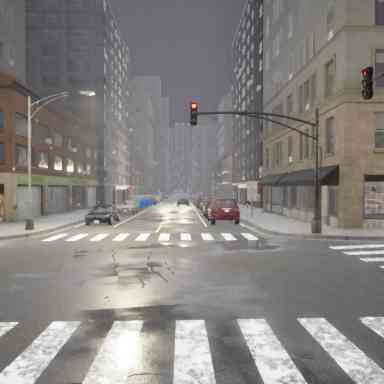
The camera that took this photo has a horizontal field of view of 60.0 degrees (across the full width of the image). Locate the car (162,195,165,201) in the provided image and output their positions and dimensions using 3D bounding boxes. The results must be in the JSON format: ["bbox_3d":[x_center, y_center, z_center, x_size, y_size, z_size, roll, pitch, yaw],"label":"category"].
[{"bbox_3d":[-7.680,1.428,74.153,1.967,1.590,4.097,-1,0,-2],"label":"car"}]

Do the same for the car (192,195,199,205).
[{"bbox_3d":[1.611,1.316,46.468,2.192,1.841,5.009,-1,0,-2],"label":"car"}]

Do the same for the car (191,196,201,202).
[{"bbox_3d":[0.855,1.538,74.387,2.008,1.369,4.403,-1,0,-2],"label":"car"}]

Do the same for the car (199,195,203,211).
[{"bbox_3d":[2.066,1.319,29.717,2.192,1.841,5.009,-1,0,-2],"label":"car"}]

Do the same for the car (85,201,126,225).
[{"bbox_3d":[-6.302,1.569,23.900,1.947,1.339,4.313,-1,0,-2],"label":"car"}]

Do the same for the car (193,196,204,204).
[{"bbox_3d":[1.158,1.560,63.220,1.947,1.339,4.313,-1,0,-2],"label":"car"}]

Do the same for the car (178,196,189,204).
[{"bbox_3d":[-1.719,1.541,63.897,2.033,1.411,5.357,0,0,-2],"label":"car"}]

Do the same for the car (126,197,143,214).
[{"bbox_3d":[-6.604,1.529,34.898,1.752,1.417,4.829,-1,0,-2],"label":"car"}]

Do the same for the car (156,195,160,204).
[{"bbox_3d":[-7.223,1.312,57.403,2.192,1.841,5.009,-1,0,-2],"label":"car"}]

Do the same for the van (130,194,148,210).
[{"bbox_3d":[-6.764,1.344,40.651,1.690,1.788,3.998,-1,0,-2],"label":"van"}]

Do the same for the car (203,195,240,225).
[{"bbox_3d":[2.217,1.318,24.133,2.192,1.841,5.009,-1,0,-2],"label":"car"}]

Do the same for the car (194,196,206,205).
[{"bbox_3d":[1.305,1.522,57.806,1.752,1.417,4.829,-1,0,-2],"label":"car"}]

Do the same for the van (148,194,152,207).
[{"bbox_3d":[-6.917,1.342,46.235,1.690,1.788,3.998,-1,0,-2],"label":"van"}]

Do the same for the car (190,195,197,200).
[{"bbox_3d":[0.400,1.525,91.139,2.008,1.369,4.403,-1,0,-2],"label":"car"}]

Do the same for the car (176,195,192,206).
[{"bbox_3d":[-1.434,1.504,53.479,1.837,1.490,4.892,0,0,-2],"label":"car"}]

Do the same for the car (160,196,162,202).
[{"bbox_3d":[-7.374,1.434,62.986,1.967,1.590,4.097,-1,0,-2],"label":"car"}]

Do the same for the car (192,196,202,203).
[{"bbox_3d":[1.007,1.557,68.804,1.947,1.339,4.313,-1,0,-2],"label":"car"}]

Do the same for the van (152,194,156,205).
[{"bbox_3d":[-7.070,1.340,51.819,1.690,1.788,3.998,-1,0,-2],"label":"van"}]

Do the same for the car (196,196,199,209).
[{"bbox_3d":[1.760,1.528,41.054,1.752,1.417,4.829,-1,0,-2],"label":"car"}]
